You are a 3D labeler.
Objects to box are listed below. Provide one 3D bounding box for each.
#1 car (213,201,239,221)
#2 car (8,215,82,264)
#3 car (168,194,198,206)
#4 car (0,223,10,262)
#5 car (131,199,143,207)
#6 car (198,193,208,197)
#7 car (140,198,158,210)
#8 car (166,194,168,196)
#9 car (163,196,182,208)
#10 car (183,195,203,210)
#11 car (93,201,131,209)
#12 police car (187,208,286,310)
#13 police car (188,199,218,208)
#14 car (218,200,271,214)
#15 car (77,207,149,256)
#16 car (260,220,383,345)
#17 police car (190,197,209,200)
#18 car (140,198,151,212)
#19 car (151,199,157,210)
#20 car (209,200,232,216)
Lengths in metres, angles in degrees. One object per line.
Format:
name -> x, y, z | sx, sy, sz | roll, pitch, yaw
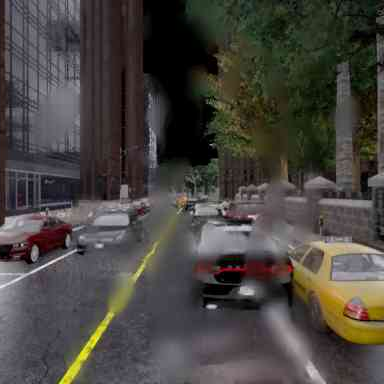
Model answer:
car -> 2.816, 1.533, 28.380 | 1.752, 1.417, 4.829 | 0, 0, 0
car -> -5.740, 1.546, 11.853 | 1.887, 1.381, 4.507 | 0, 0, 0
car -> -1.480, 1.496, 53.890 | 1.882, 1.535, 5.008 | 1, 0, -38
car -> -5.750, 1.545, 6.395 | 1.887, 1.381, 4.507 | 0, 0, 0
car -> -5.709, 1.558, 28.224 | 2.008, 1.369, 4.403 | 0, 0, 0
car -> 2.907, 1.478, 76.549 | 1.967, 1.590, 4.097 | 0, 0, 0
car -> -5.679, 1.541, 44.425 | 1.752, 1.417, 4.829 | 0, 0, 0
car -> -5.608, 1.357, 82.003 | 2.192, 1.841, 5.009 | 0, 0, 0
car -> -2.909, 1.581, 47.168 | 1.994, 1.385, 4.181 | 0, 0, 0
car -> 0.081, 1.519, 42.789 | 1.837, 1.490, 4.892 | 0, 0, 0
car -> -5.719, 1.446, 22.767 | 1.967, 1.590, 4.097 | 0, 0, 0
police car -> 0.916, 1.426, 8.045 | 1.930, 1.638, 5.238 | 0, 0, 0
police car -> 0.916, 1.430, 18.045 | 1.930, 1.638, 5.238 | 0, 0, 0
car -> 2.796, 1.319, 17.297 | 2.192, 1.841, 5.009 | 0, 0, 0
car -> -3.075, 1.528, 13.344 | 1.812, 1.442, 4.674 | 0, 0, 0
car -> 2.775, 1.526, 6.554 | 1.752, 1.417, 4.829 | 0, 0, 0
police car -> 0.946, 1.431, 24.045 | 1.930, 1.638, 5.238 | 0, 0, 0
car -> -5.699, 1.555, 33.681 | 1.887, 1.381, 4.507 | 0, 0, 0
car -> -5.689, 1.453, 39.138 | 1.967, 1.590, 4.097 | 0, 0, 0
car -> 2.826, 1.576, 33.667 | 1.947, 1.339, 4.313 | 0, 0, 0
